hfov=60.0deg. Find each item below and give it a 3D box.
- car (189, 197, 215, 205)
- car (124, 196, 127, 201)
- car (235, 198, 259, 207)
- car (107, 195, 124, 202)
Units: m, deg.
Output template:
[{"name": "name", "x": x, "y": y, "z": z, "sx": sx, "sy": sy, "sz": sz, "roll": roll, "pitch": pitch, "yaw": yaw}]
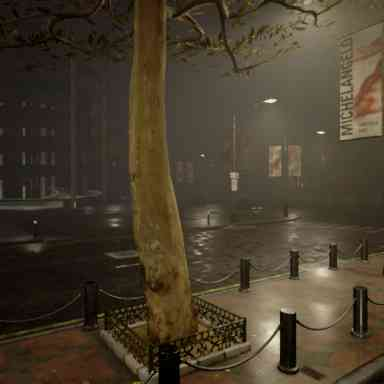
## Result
[{"name": "car", "x": 1.621, "y": 1.548, "z": 58.362, "sx": 2.033, "sy": 1.411, "sz": 5.357, "roll": 0, "pitch": 0, "yaw": -38}, {"name": "car", "x": -18.068, "y": 1.464, "z": 80.764, "sx": 4.674, "sy": 1.442, "sz": 1.812, "roll": 0, "pitch": 0, "yaw": 12}, {"name": "car", "x": 8.013, "y": 1.564, "z": 49.576, "sx": 1.994, "sy": 1.385, "sz": 4.181, "roll": 0, "pitch": 0, "yaw": -36}, {"name": "car", "x": -19.027, "y": 1.474, "z": 77.398, "sx": 4.674, "sy": 1.442, "sz": 1.812, "roll": 0, "pitch": 0, "yaw": 12}]
